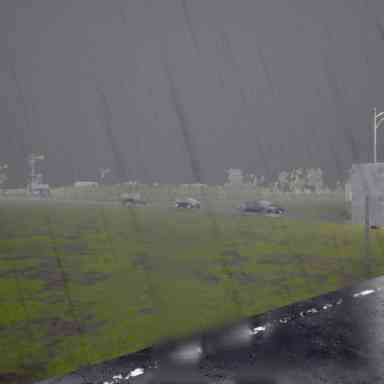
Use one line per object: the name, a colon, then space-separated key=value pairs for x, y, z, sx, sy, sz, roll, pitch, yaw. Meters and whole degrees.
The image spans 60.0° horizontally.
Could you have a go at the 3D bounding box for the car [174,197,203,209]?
car: x=-0.560 y=1.484 z=44.802 sx=1.837 sy=1.490 sz=4.892 roll=0 pitch=1 yaw=-37

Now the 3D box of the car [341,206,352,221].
car: x=13.402 y=1.552 z=24.855 sx=1.994 sy=1.385 sz=4.181 roll=0 pitch=0 yaw=-37

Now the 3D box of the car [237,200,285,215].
car: x=6.965 y=1.533 z=34.156 sx=2.033 sy=1.411 sz=5.357 roll=0 pitch=0 yaw=-34

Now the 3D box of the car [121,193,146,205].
car: x=-10.068 y=1.251 z=57.078 sx=2.150 sy=2.045 sz=5.566 roll=0 pitch=0 yaw=-40
